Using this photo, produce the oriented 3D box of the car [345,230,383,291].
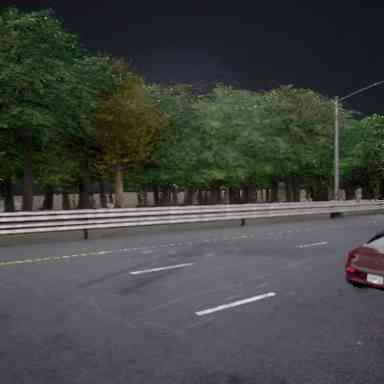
[{"bbox_3d":[5.389,1.501,7.721,4.674,1.442,1.812,0,0,-36],"label":"car"}]
